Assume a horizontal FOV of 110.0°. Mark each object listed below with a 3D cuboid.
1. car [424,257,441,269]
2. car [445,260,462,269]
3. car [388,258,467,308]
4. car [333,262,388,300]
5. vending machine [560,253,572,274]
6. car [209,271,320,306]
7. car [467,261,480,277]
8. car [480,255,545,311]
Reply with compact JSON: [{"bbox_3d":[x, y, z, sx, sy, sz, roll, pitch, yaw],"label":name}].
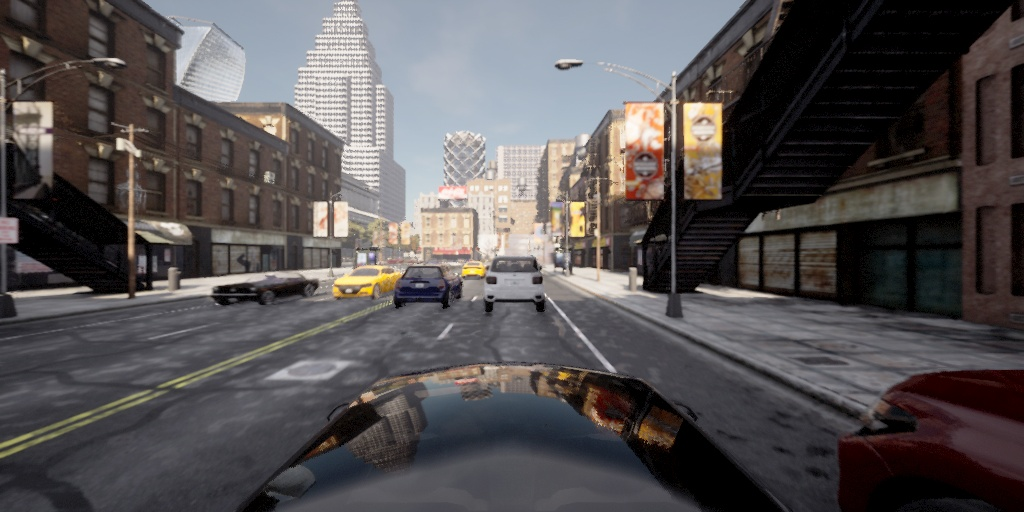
[{"bbox_3d":[-12.658,1.131,57.129,2.097,1.767,4.553,0,0,-20],"label":"car"},{"bbox_3d":[-9.919,1.380,60.189,1.895,1.301,4.718,0,0,-22],"label":"car"},{"bbox_3d":[-3.413,1.109,15.399,2.097,1.767,4.553,0,0,0],"label":"car"},{"bbox_3d":[-7.114,1.238,18.104,1.882,1.535,5.008,0,0,0],"label":"car"},{"bbox_3d":[7.329,0.962,47.707,1.100,2.100,0.880,0,0,-1],"label":"vending machine"},{"bbox_3d":[-10.613,1.361,15.838,1.895,1.301,4.718,0,0,0],"label":"car"},{"bbox_3d":[-3.430,1.243,33.471,1.882,1.535,5.008,0,0,0],"label":"car"},{"bbox_3d":[0.089,0.977,14.594,2.150,2.045,5.566,0,0,0],"label":"car"}]
